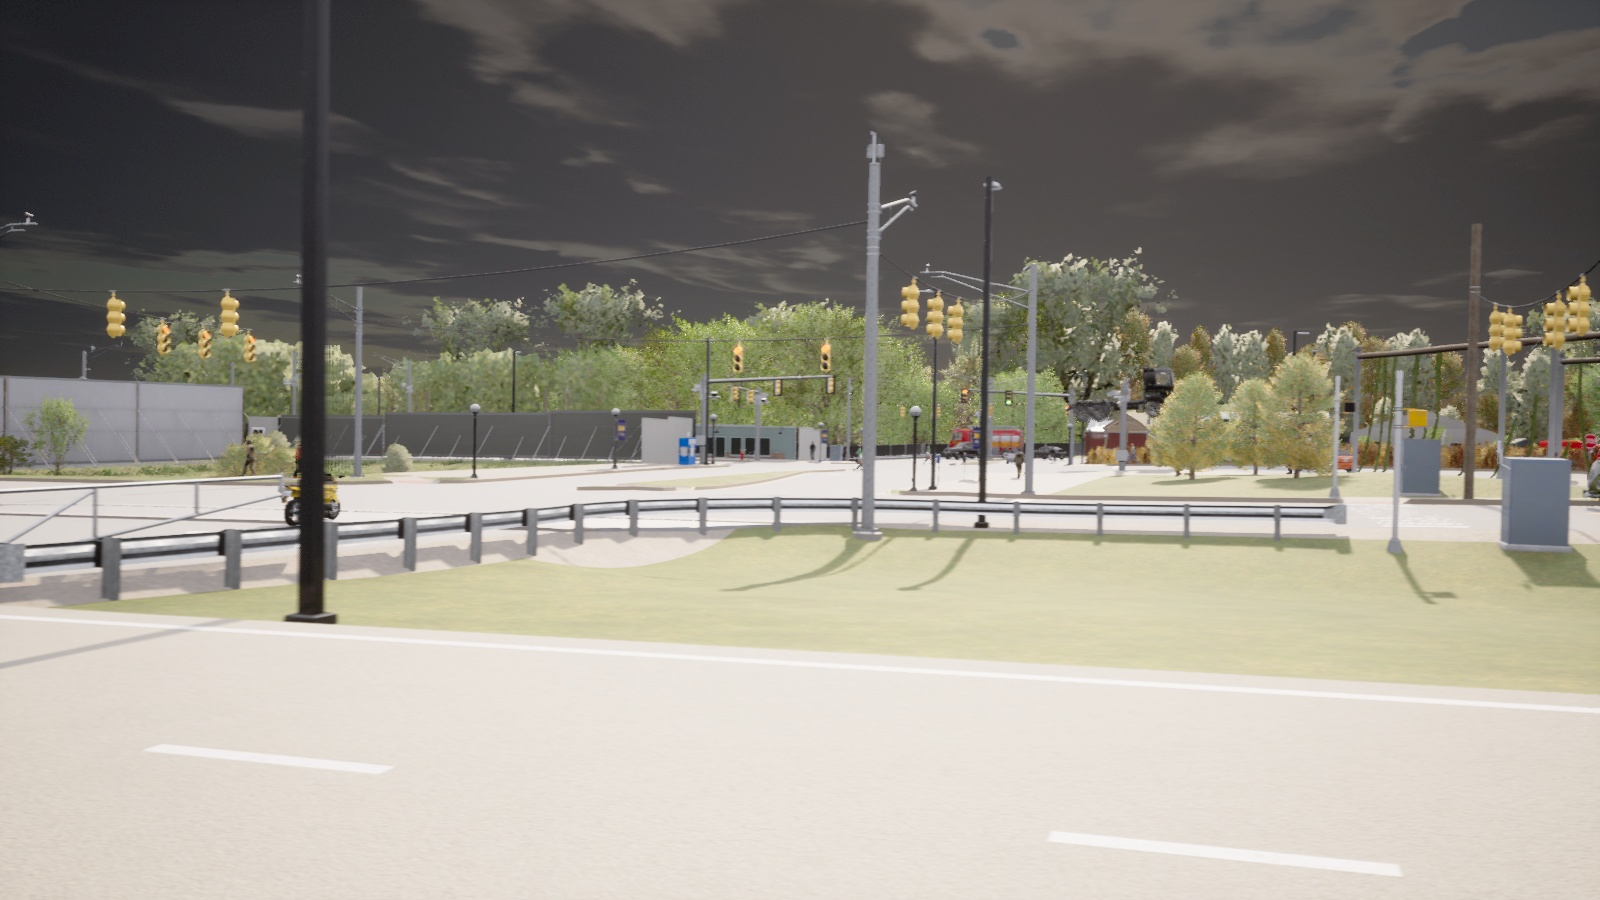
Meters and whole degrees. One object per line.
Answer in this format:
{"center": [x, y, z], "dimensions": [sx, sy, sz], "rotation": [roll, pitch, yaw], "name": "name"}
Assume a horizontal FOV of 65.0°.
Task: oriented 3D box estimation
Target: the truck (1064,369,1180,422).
{"center": [23.292, -3.941, 90.811], "dimensions": [7.936, 3.462, 2.891], "rotation": [-2, 3, 17], "name": "truck"}

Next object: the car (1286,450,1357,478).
{"center": [36.537, 0.943, 88.110], "dimensions": [2.097, 1.767, 4.553], "rotation": [0, 2, -20], "name": "car"}

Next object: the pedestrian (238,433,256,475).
{"center": [-25.765, 0.182, 58.517], "dimensions": [0.692, 1.930, 0.396], "rotation": [2, 1, 21], "name": "pedestrian"}

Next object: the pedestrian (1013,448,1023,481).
{"center": [12.653, 0.841, 72.977], "dimensions": [0.396, 1.930, 0.692], "rotation": [2, 1, 19], "name": "pedestrian"}

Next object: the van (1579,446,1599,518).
{"center": [24.715, 0.905, 35.341], "dimensions": [4.442, 1.987, 1.775], "rotation": [0, 1, 18], "name": "van"}

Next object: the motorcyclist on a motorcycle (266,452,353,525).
{"center": [-11.311, 0.858, 29.042], "dimensions": [0.797, 1.523, 2.044], "rotation": [1, 3, 16], "name": "motorcyclist on a motorcycle"}
